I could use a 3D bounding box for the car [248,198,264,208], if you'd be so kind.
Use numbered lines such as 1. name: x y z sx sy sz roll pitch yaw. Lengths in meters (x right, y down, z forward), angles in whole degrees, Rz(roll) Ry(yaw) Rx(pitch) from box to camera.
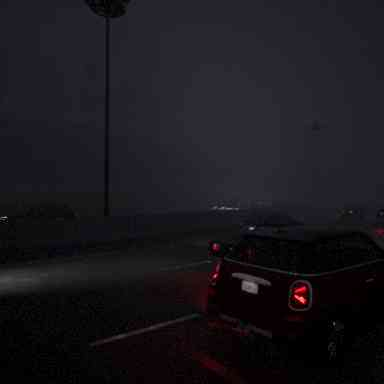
1. car: 11.081 1.863 57.334 2.097 1.767 4.553 0 0 20

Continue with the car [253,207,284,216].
1. car: 4.213 1.723 17.281 1.994 1.385 4.181 0 -1 45

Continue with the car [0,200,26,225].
1. car: -14.685 1.467 23.888 4.553 1.767 2.097 1 -1 -39

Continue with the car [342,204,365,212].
1. car: 15.652 1.883 32.287 2.033 1.411 5.357 0 -1 30

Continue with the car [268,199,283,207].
1. car: 13.737 1.854 54.351 2.097 1.767 4.553 0 -1 20

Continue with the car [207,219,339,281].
1. car: 2.837 1.703 10.997 4.718 1.301 1.895 1 -1 -42

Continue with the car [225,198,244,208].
1. car: 7.773 1.856 58.478 2.097 1.767 4.553 0 0 20

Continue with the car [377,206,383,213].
1. car: 15.199 1.769 25.264 2.128 1.511 4.902 0 0 35

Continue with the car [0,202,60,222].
1. car: -14.284 1.647 28.724 4.902 1.511 2.128 1 -1 -43

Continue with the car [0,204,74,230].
1. car: -10.770 1.629 22.538 4.892 1.490 1.837 1 0 -41

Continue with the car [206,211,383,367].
1. car: 2.473 1.414 6.167 4.553 1.767 2.097 1 -1 -40

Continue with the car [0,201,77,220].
1. car: -9.099 1.460 19.459 4.553 1.767 2.097 1 -1 -40

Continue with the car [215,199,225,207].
1. car: 5.695 2.034 63.101 1.837 1.490 4.892 0 0 20
